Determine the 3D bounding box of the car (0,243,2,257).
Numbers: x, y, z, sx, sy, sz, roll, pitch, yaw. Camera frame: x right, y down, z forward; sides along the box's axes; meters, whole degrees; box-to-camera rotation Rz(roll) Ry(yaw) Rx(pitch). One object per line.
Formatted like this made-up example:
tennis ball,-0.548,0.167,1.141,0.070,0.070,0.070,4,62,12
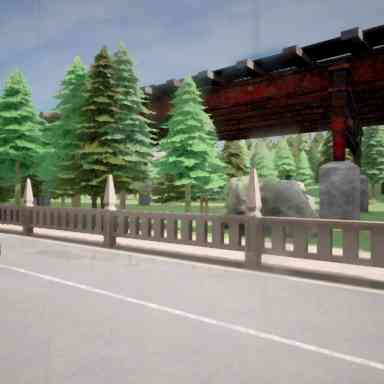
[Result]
car,-7.629,1.215,9.450,5.566,2.045,2.150,0,0,35
